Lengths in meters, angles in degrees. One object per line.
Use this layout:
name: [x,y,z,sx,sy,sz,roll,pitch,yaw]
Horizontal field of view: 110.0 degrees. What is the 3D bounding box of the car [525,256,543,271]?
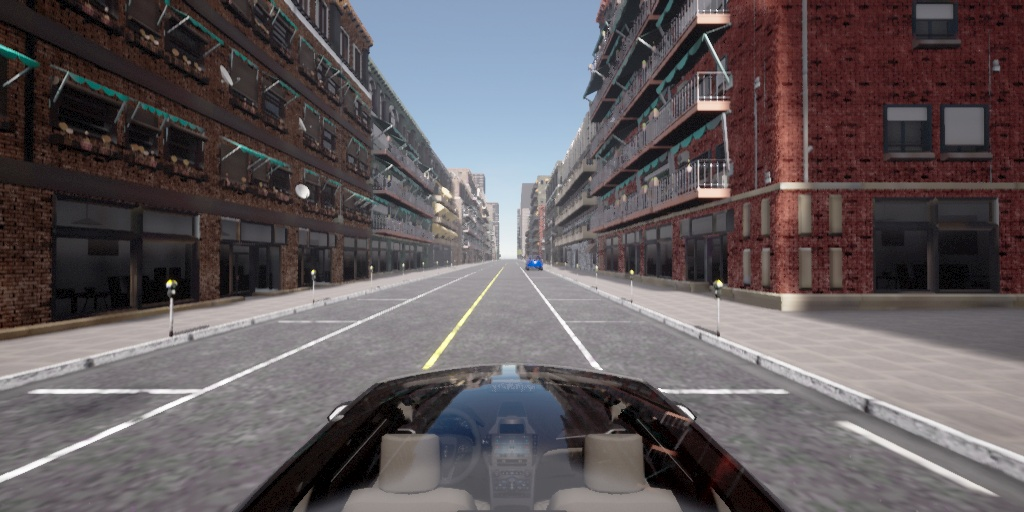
car: [3.106,0.995,50.411,2.150,2.045,5.566,0,0,0]
